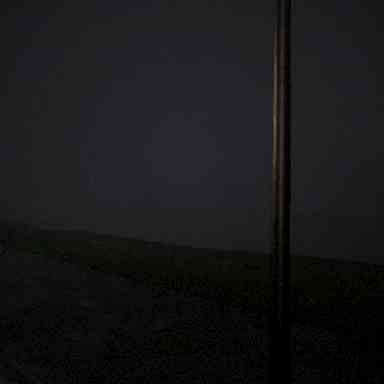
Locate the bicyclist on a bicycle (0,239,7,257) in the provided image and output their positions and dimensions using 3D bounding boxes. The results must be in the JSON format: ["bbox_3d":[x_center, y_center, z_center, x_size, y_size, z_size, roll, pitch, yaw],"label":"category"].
[{"bbox_3d":[-6.912,1.444,10.844,0.582,1.620,1.656,0,-1,40],"label":"bicyclist on a bicycle"}]
